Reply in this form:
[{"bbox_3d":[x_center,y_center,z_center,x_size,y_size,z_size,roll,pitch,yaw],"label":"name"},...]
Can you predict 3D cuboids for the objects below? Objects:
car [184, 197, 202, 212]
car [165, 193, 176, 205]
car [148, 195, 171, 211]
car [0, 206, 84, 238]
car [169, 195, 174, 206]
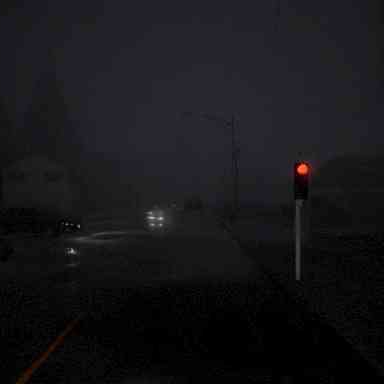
[{"bbox_3d":[0.123,1.352,38.757,2.097,1.767,4.553,0,0,0],"label":"car"},{"bbox_3d":[-4.051,1.221,60.466,2.150,2.045,5.566,0,0,0],"label":"car"},{"bbox_3d":[-4.088,1.491,40.013,2.128,1.511,4.902,0,0,0],"label":"car"},{"bbox_3d":[-8.091,1.505,17.339,4.892,1.490,1.837,0,-1,11],"label":"car"},{"bbox_3d":[-4.076,1.525,50.018,1.812,1.442,4.674,0,0,0],"label":"car"}]
